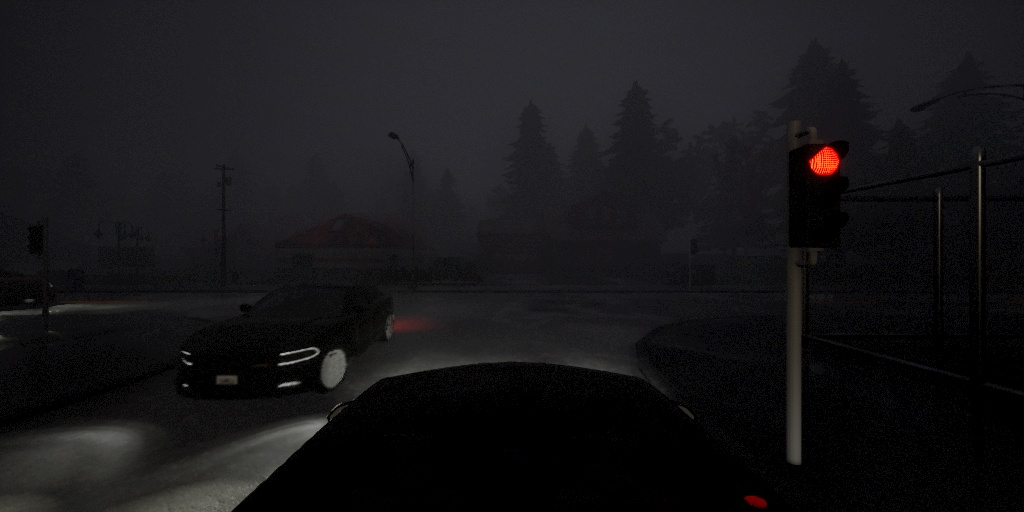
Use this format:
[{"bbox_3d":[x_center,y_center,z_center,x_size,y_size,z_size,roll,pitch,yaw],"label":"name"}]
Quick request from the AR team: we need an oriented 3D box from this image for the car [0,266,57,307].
[{"bbox_3d":[-20.412,1.102,13.533,4.553,1.767,2.097,0,0,0],"label":"car"}]

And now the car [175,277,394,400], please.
[{"bbox_3d":[-3.660,1.228,6.839,1.882,1.535,5.008,1,0,-5],"label":"car"}]
